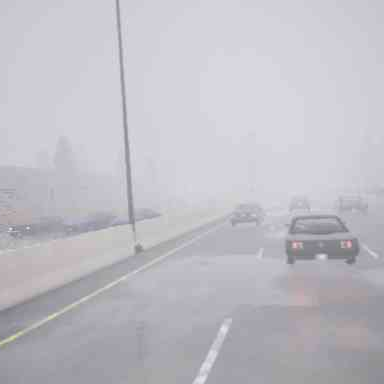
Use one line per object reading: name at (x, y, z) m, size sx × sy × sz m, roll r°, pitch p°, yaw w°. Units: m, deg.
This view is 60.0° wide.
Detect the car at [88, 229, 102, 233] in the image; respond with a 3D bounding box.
car at (-7.006, 2.073, 23.469) m, size 1.882 × 1.535 × 5.008 m, roll -4°, pitch 0°, yaw 17°

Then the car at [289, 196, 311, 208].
car at (10.521, 1.055, 32.662) m, size 1.994 × 1.385 × 4.181 m, roll -4°, pitch 0°, yaw 17°

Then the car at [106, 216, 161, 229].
car at (-3.660, 1.847, 22.468) m, size 1.882 × 1.535 × 5.008 m, roll -4°, pitch 0°, yaw 17°

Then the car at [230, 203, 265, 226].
car at (3.788, 1.424, 22.302) m, size 2.033 × 1.411 × 5.357 m, roll -4°, pitch 0°, yaw 17°

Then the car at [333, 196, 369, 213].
car at (12.066, 0.950, 25.602) m, size 1.895 × 1.301 × 4.718 m, roll -4°, pitch 0°, yaw 17°

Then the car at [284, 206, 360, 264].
car at (4.040, 1.396, 10.910) m, size 1.895 × 1.301 × 4.718 m, roll -4°, pitch 0°, yaw 17°
